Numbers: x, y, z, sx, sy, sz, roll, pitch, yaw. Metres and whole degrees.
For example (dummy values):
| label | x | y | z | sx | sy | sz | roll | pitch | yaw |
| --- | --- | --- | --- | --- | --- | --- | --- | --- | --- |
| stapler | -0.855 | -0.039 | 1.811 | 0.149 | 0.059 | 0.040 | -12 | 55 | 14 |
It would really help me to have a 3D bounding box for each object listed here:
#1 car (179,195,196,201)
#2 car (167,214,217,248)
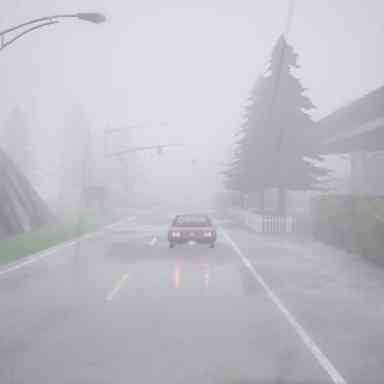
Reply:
| label | x | y | z | sx | sy | sz | roll | pitch | yaw |
| --- | --- | --- | --- | --- | --- | --- | --- | --- | --- |
| car | -1.156 | 1.526 | 85.273 | 2.033 | 1.411 | 5.357 | 0 | 0 | 36 |
| car | 0.000 | 1.615 | 14.680 | 1.895 | 1.301 | 4.718 | 0 | 0 | 0 |
